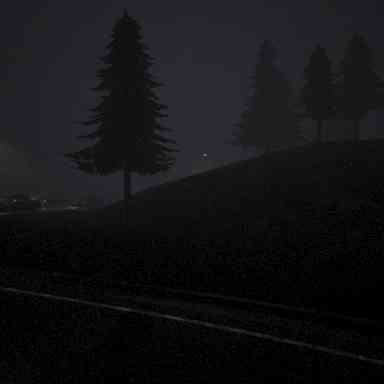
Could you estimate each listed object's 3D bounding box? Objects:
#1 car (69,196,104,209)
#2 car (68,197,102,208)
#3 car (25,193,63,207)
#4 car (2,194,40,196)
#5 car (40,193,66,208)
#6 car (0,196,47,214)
[{"bbox_3d":[-14.380,1.353,46.593,2.097,1.767,4.553,0,0,22],"label":"car"},{"bbox_3d":[-16.311,1.547,51.141,2.033,1.411,5.357,0,0,22],"label":"car"},{"bbox_3d":[-23.258,1.214,52.646,2.150,2.045,5.566,0,1,22],"label":"car"},{"bbox_3d":[-21.197,1.219,39.059,2.150,2.045,5.566,0,0,22],"label":"car"},{"bbox_3d":[-20.904,1.356,49.133,2.097,1.767,4.553,0,0,22],"label":"car"},{"bbox_3d":[-18.659,1.490,35.994,2.128,1.511,4.902,0,0,22],"label":"car"}]
